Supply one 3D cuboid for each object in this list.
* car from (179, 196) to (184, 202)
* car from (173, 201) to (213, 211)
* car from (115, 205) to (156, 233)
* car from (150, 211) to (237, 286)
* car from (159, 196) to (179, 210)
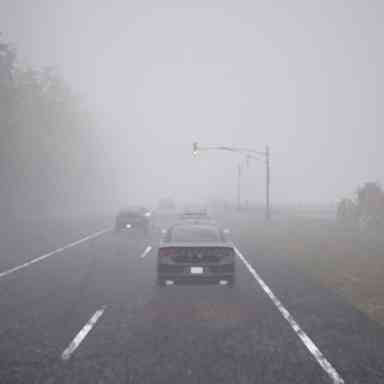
[{"bbox_3d":[-3.513,1.691,85.890,2.097,1.767,4.553,0,0,0],"label":"car"},{"bbox_3d":[0.321,1.580,21.148,2.128,1.511,4.902,0,0,4],"label":"car"},{"bbox_3d":[-3.402,1.590,20.319,1.837,1.490,4.892,0,0,0],"label":"car"},{"bbox_3d":[0.095,1.518,9.528,1.882,1.535,5.008,0,0,0],"label":"car"},{"bbox_3d":[-3.407,1.541,46.792,2.097,1.767,4.553,0,0,0],"label":"car"}]
